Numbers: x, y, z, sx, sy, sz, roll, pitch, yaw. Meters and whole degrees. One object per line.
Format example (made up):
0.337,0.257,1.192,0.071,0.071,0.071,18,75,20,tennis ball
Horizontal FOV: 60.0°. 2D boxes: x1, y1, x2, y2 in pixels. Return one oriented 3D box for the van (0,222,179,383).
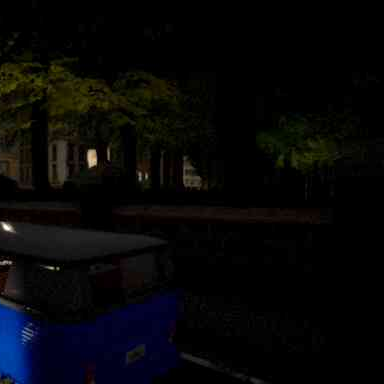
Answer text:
-2.051,1.348,4.339,3.998,1.788,1.690,0,0,36,van
